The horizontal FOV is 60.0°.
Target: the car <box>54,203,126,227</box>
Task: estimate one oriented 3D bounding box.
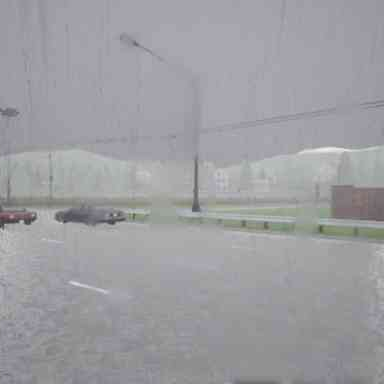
[{"bbox_3d":[-6.711,1.432,21.652,5.357,1.411,2.033,0,0,35],"label":"car"}]

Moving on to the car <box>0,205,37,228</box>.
[{"bbox_3d":[-11.926,1.460,21.066,4.718,1.301,1.895,0,0,35],"label":"car"}]
